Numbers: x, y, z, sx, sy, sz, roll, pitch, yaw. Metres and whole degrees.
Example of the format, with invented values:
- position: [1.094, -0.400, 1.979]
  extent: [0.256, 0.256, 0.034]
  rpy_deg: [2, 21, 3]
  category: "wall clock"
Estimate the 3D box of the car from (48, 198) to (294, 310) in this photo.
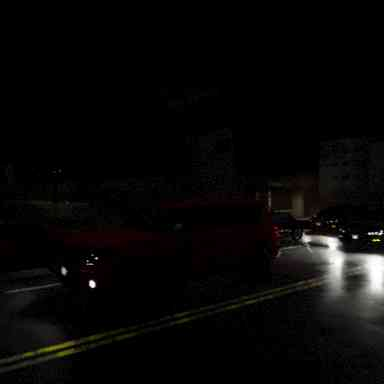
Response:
- position: [-0.249, 1.192, 8.105]
  extent: [5.566, 2.045, 2.150]
  rpy_deg: [0, 0, -36]
  category: "car"

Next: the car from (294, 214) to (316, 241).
- position: [3.085, 1.530, 14.681]
  extent: [4.718, 1.301, 1.895]
  rpy_deg: [0, 0, -35]
  category: "car"

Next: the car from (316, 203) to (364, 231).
- position: [8.535, 1.400, 18.614]
  extent: [4.892, 1.490, 1.837]
  rpy_deg: [-1, 1, -35]
  category: "car"

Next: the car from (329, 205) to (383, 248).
- position: [8.072, 1.424, 13.893]
  extent: [4.892, 1.490, 1.837]
  rpy_deg: [-1, 0, -36]
  category: "car"

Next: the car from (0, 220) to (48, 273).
- position: [-5.081, 1.505, 8.954]
  extent: [4.674, 1.442, 1.812]
  rpy_deg: [0, 0, -35]
  category: "car"
